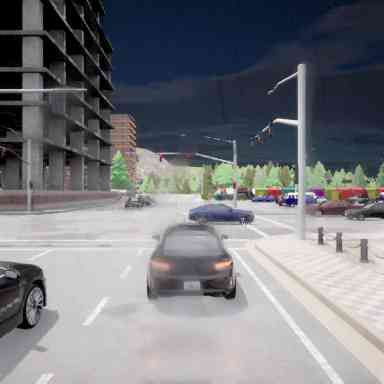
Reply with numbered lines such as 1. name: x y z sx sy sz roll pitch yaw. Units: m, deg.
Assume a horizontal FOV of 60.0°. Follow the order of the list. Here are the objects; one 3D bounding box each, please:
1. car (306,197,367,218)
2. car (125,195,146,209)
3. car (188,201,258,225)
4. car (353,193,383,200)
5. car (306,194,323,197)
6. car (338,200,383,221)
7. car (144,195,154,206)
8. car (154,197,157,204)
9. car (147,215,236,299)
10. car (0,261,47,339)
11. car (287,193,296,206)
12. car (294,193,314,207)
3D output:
1. car: 12.981 1.533 30.835 5.008 1.535 1.882 0 0 -1
2. car: -7.968 1.526 45.675 1.812 1.442 4.674 0 0 0
3. car: 2.022 1.555 23.534 4.674 1.442 1.812 0 0 -1
4. car: 35.730 1.209 67.551 4.605 1.855 1.932 0 0 0
5. car: 20.780 1.451 56.339 3.806 1.475 1.970 0 0 0
6. car: 14.973 1.581 27.333 4.674 1.442 1.812 0 0 -1
7. car: -8.088 1.352 55.754 2.097 1.767 4.553 0 0 0
8. car: -8.167 1.600 65.857 1.895 1.301 4.718 0 0 0
9. car: -0.032 1.526 8.308 1.812 1.442 4.674 0 0 -1
10. car: -3.488 1.492 4.029 2.128 1.511 4.902 0 0 0
11. car: 20.700 1.209 61.917 4.605 1.855 1.932 0 0 0
12. car: 20.765 1.419 59.234 3.905 1.438 1.784 0 0 0
